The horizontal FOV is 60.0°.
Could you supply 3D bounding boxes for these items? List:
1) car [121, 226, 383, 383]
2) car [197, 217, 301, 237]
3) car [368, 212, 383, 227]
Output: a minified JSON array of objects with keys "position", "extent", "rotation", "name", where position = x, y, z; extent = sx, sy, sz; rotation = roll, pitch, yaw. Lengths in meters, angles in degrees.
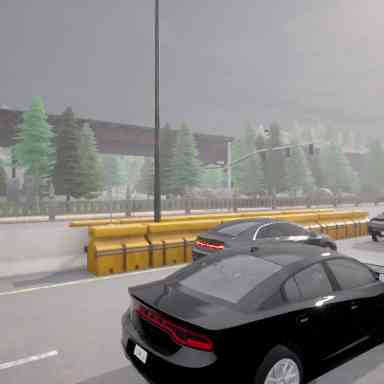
[{"position":[1.494,1.478,4.812],"extent":[5.008,1.535,1.882],"rotation":[0,0,-36],"name":"car"},{"position":[2.263,1.505,9.663],"extent":[4.892,1.490,1.837],"rotation":[0,0,-35],"name":"car"},{"position":[9.931,1.491,15.135],"extent":[4.902,1.511,2.128],"rotation":[0,0,-36],"name":"car"}]
